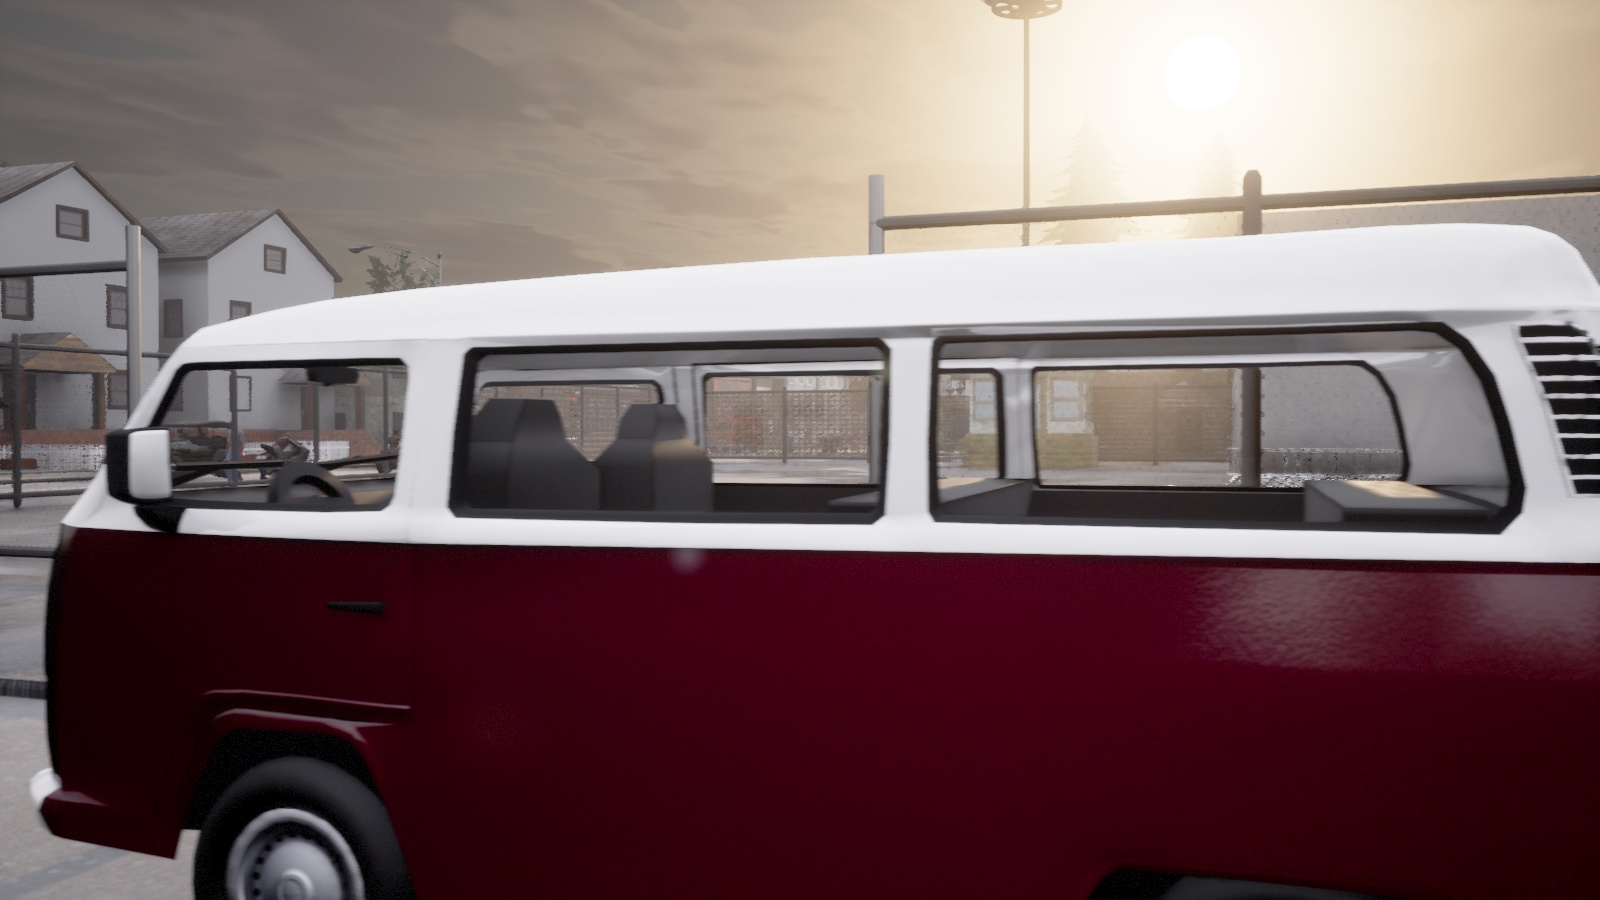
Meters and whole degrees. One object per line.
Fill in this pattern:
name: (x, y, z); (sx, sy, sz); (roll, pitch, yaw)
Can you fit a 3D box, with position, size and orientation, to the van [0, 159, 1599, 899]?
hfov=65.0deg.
van: (0.005, 0.487, 3.718); (4.480, 2.038, 2.069); (1, 1, 19)
